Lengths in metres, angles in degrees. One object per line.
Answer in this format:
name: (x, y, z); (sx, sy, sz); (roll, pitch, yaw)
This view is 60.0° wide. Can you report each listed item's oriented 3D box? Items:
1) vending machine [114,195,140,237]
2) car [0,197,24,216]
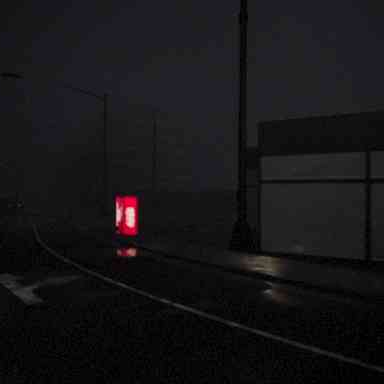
vending machine: (-3.374, 1.215, 17.213); (1.100, 2.100, 0.880); (1, 0, -30)
car: (-17.579, 1.286, 32.419); (2.097, 1.767, 4.553); (1, 0, -25)
